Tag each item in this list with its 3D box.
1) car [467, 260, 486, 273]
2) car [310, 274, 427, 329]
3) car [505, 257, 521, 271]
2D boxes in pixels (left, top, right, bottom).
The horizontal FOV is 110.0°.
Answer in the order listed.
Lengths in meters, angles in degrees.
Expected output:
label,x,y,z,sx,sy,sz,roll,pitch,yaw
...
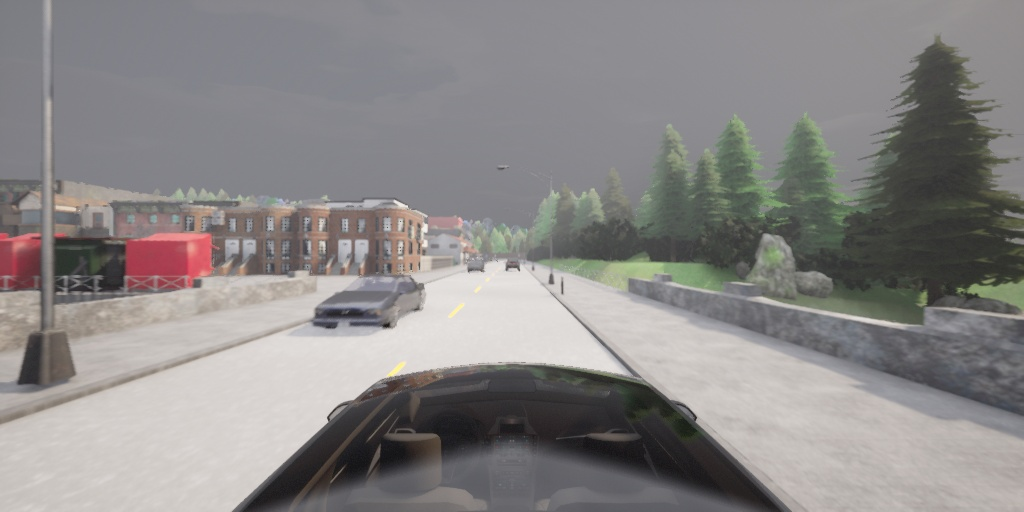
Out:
label,x,y,z,sx,sy,sz,roll,pitch,yaw
car,-4.093,1.188,41.522,1.837,1.490,4.892,0,0,0
car,-4.099,1.281,11.401,2.033,1.411,5.357,0,0,0
car,0.101,1.174,48.251,1.837,1.490,4.892,0,-1,0
